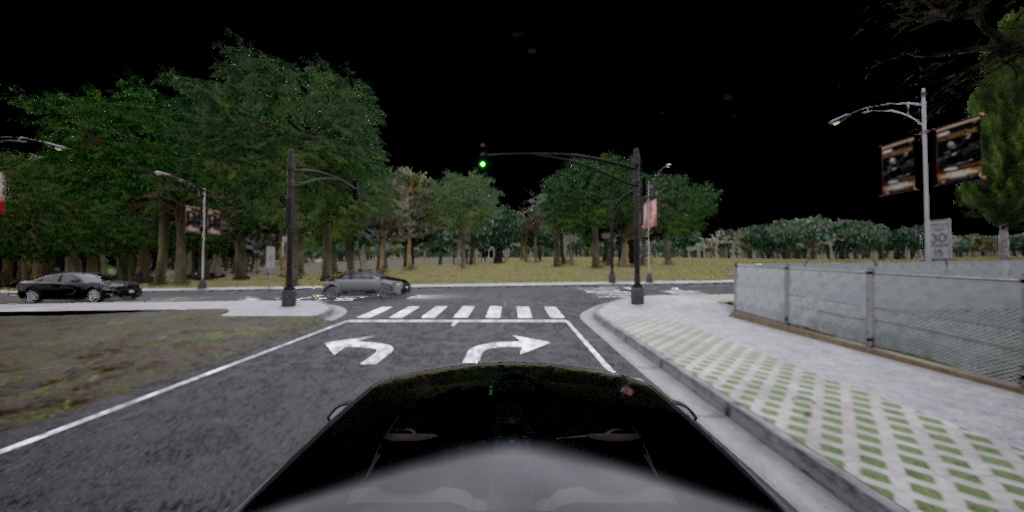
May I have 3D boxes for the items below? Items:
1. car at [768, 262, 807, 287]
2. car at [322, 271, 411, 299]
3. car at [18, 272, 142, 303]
[{"bbox_3d":[14.610,1.066,18.535,4.902,1.511,2.128,-1,-1,0],"label":"car"},{"bbox_3d":[-7.456,1.456,18.581,4.181,1.385,1.994,-1,-1,0],"label":"car"},{"bbox_3d":[-22.245,1.592,18.616,5.008,1.535,1.882,-1,-1,0],"label":"car"}]
